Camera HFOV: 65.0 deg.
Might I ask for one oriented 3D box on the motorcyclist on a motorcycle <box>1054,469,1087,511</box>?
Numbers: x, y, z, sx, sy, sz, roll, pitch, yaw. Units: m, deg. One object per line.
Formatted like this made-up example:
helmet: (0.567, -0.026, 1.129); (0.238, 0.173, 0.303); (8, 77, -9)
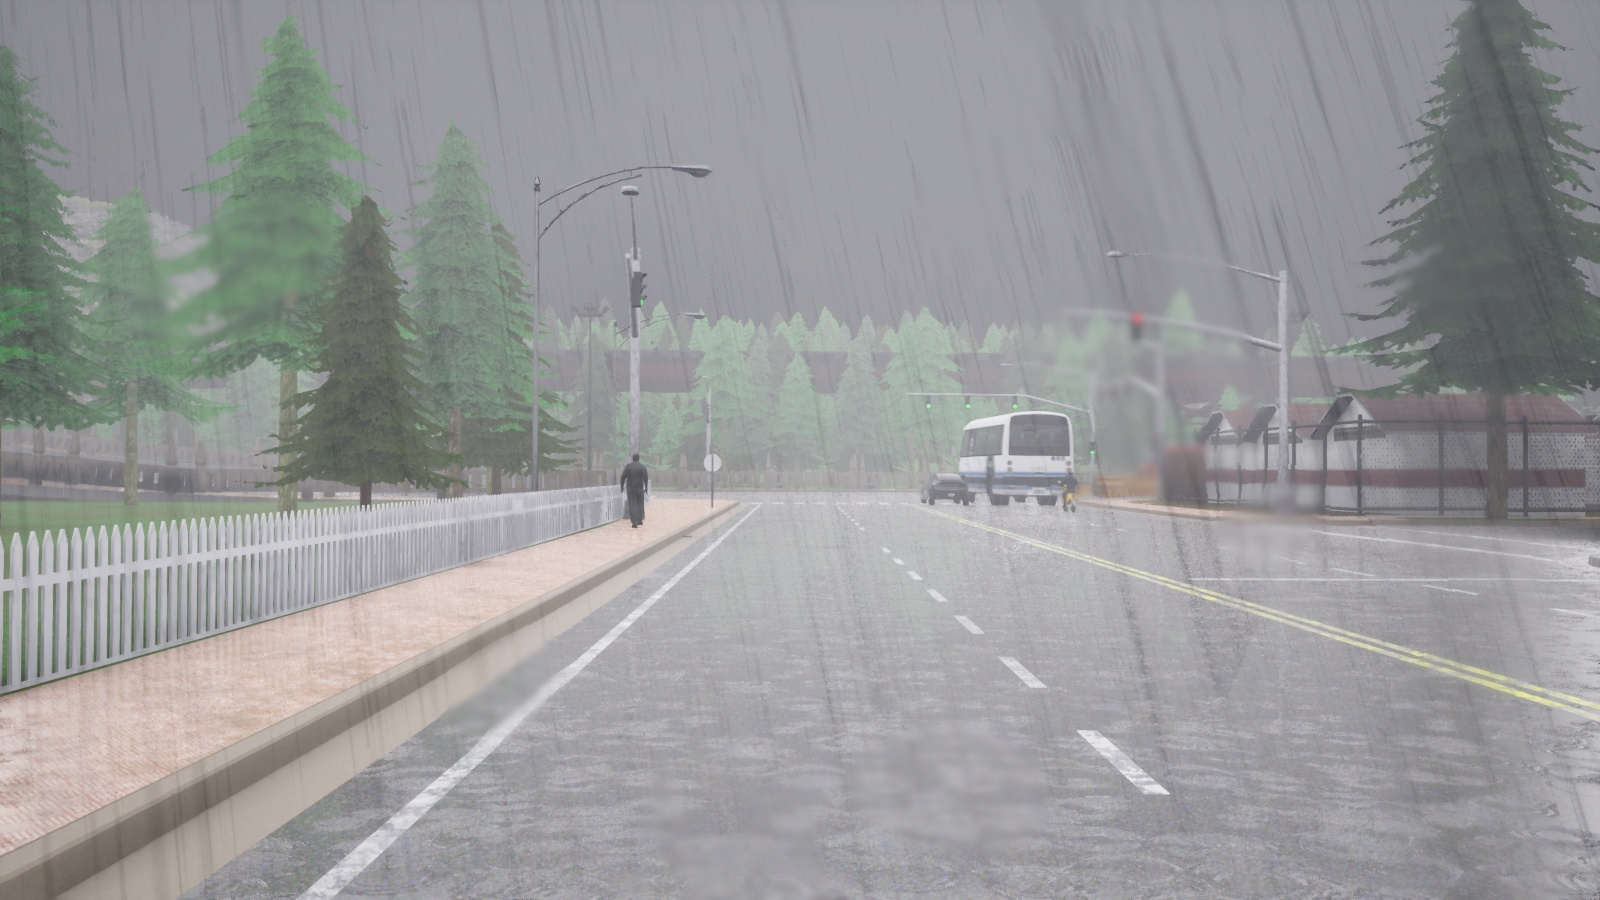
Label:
motorcyclist on a motorcycle: (10.438, 1.539, 48.533); (0.866, 1.590, 1.817); (0, -1, 0)

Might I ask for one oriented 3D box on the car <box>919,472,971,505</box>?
car: (6.879, 1.796, 59.916); (1.837, 1.490, 4.892); (0, -1, -1)

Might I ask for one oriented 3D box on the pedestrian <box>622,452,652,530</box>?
pedestrian: (-3.989, 1.004, 30.718); (0.563, 1.883, 0.849); (0, -1, 4)

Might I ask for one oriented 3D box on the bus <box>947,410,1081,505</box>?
bus: (10.122, 0.419, 60.963); (3.944, 4.253, 10.273); (0, -1, -5)

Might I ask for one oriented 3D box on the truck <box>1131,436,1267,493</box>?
truck: (27.591, 0.997, 87.012); (8.468, 3.827, 2.891); (0, -1, -2)
